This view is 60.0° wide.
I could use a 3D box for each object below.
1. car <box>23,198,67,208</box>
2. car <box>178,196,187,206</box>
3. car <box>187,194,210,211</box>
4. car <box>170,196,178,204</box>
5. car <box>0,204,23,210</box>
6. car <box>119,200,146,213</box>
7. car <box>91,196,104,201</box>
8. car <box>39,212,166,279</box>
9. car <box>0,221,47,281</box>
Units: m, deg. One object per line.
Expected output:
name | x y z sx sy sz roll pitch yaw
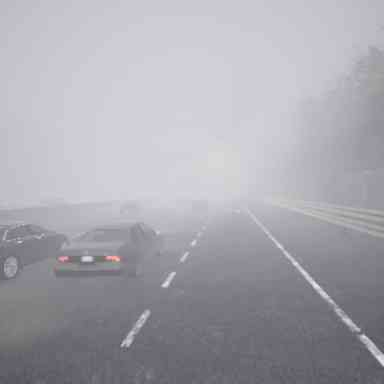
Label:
car | -16.690 1.744 38.779 2.150 2.045 5.566 -2 0 7
car | -0.658 1.516 55.764 1.994 1.385 4.181 -2 0 6
car | 1.070 1.404 39.635 2.128 1.511 4.902 -2 0 6
car | -3.041 1.568 66.018 2.033 1.411 5.357 -2 0 6
car | -20.184 2.191 38.859 2.033 1.411 5.357 -2 0 7
car | -6.380 1.680 35.923 1.837 1.490 4.892 -2 0 6
car | -22.639 1.647 79.882 2.097 1.767 4.553 -2 0 6
car | -2.182 1.609 10.307 2.033 1.411 5.357 -2 0 6
car | -5.674 1.687 10.547 1.837 1.490 4.892 -2 0 6
